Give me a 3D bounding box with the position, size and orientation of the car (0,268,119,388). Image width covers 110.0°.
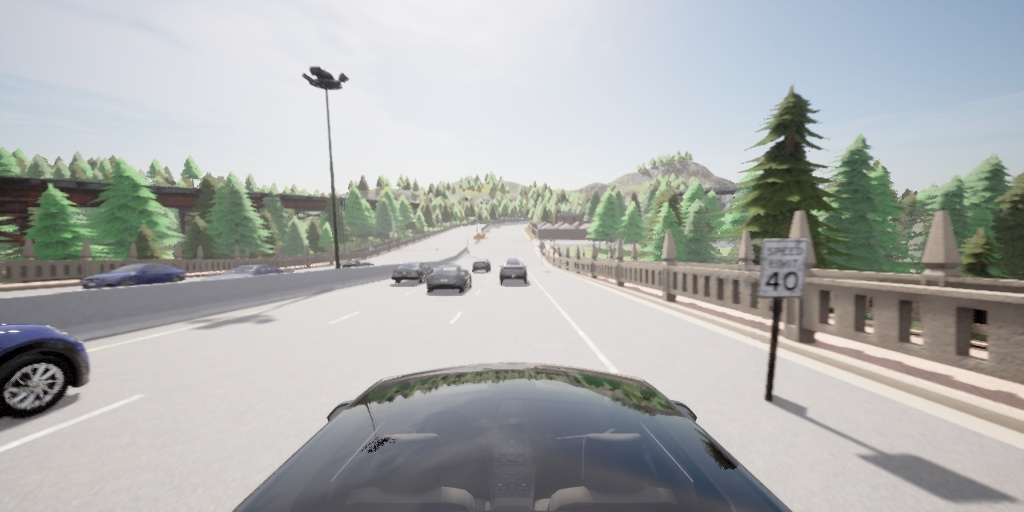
[{"bbox_3d":[-6.900,1.094,3.022,2.097,1.767,4.553,0,0,0],"label":"car"}]

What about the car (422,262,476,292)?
[{"bbox_3d":[-3.400,1.192,20.015,1.994,1.385,4.181,0,0,0],"label":"car"}]

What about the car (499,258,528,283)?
[{"bbox_3d":[0.100,1.082,25.592,2.128,1.511,4.902,0,0,0],"label":"car"}]

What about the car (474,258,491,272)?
[{"bbox_3d":[-3.399,0.980,40.827,2.128,1.511,4.902,0,0,0],"label":"car"}]

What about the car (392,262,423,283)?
[{"bbox_3d":[-6.899,1.139,25.483,2.033,1.411,5.357,0,0,0],"label":"car"}]

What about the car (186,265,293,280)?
[{"bbox_3d":[-14.060,1.180,19.410,2.033,1.411,5.357,0,0,0],"label":"car"}]

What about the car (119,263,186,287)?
[{"bbox_3d":[-21.085,1.152,20.326,1.812,1.442,4.674,0,0,0],"label":"car"}]

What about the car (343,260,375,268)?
[{"bbox_3d":[-17.523,1.088,41.251,1.895,1.301,4.718,0,0,1],"label":"car"}]
